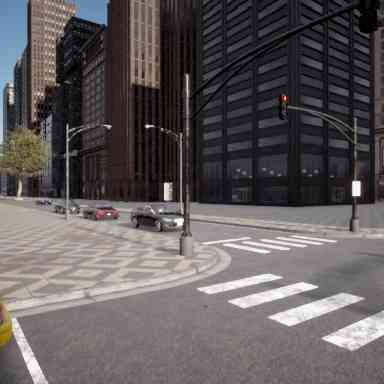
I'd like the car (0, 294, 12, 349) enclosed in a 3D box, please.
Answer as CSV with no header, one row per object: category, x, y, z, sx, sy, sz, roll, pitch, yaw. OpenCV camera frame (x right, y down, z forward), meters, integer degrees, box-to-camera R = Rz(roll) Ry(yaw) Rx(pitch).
car,-4.600,1.525,3.368,4.829,1.417,1.752,0,0,-36

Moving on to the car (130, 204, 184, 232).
car,-2.113,1.534,20.542,2.128,1.511,4.902,0,0,-36

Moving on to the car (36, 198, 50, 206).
car,-27.036,1.766,60.596,1.895,1.301,4.718,0,0,-36

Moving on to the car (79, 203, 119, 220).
car,-7.868,1.630,28.539,1.994,1.385,4.181,0,0,-35

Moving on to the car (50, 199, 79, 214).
car,-13.893,1.596,36.911,1.837,1.490,4.892,0,0,-36
